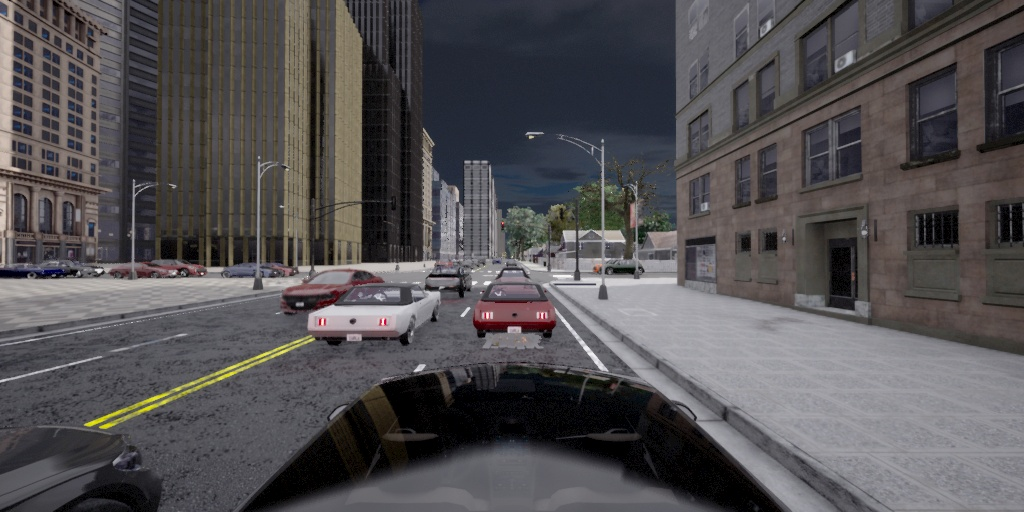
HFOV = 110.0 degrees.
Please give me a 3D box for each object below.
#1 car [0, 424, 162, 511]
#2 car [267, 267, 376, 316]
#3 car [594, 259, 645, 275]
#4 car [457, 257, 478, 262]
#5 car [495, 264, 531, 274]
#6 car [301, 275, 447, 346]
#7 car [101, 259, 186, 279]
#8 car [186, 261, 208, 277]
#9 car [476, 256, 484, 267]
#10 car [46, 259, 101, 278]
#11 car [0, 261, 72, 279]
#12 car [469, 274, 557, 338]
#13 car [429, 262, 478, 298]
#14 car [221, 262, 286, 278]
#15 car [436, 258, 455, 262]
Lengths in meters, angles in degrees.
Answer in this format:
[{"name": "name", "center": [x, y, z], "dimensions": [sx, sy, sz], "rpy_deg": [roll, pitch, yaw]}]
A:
[{"name": "car", "center": [-3.143, 1.275, 0.286], "dimensions": [1.812, 1.442, 4.674], "rpy_deg": [0, 0, 0]}, {"name": "car", "center": [-6.537, 1.229, 13.623], "dimensions": [1.882, 1.535, 5.008], "rpy_deg": [0, 0, 1]}, {"name": "car", "center": [11.519, 1.123, 37.947], "dimensions": [4.553, 1.767, 2.097], "rpy_deg": [0, -1, 0]}, {"name": "car", "center": [-6.717, 1.256, 54.417], "dimensions": [1.837, 1.490, 4.892], "rpy_deg": [0, 0, 0]}, {"name": "car", "center": [0.055, 1.315, 18.904], "dimensions": [1.994, 1.385, 4.181], "rpy_deg": [0, 0, 0]}, {"name": "car", "center": [-3.173, 1.352, 9.428], "dimensions": [1.895, 1.301, 4.718], "rpy_deg": [0, 0, 0]}, {"name": "car", "center": [-31.186, 1.232, 30.444], "dimensions": [4.674, 1.442, 1.812], "rpy_deg": [0, -1, -4]}, {"name": "car", "center": [-31.483, 1.091, 33.678], "dimensions": [4.553, 1.767, 2.097], "rpy_deg": [0, -1, -5]}, {"name": "car", "center": [-6.715, 1.256, 64.556], "dimensions": [1.837, 1.490, 4.892], "rpy_deg": [0, 0, 0]}, {"name": "car", "center": [-40.555, 1.228, 32.890], "dimensions": [4.902, 1.511, 2.128], "rpy_deg": [0, -1, -6]}, {"name": "car", "center": [-40.354, 1.305, 29.653], "dimensions": [4.718, 1.301, 1.895], "rpy_deg": [0, -1, -6]}, {"name": "car", "center": [0.061, 1.350, 10.147], "dimensions": [1.895, 1.301, 4.718], "rpy_deg": [0, 0, 0]}, {"name": "car", "center": [-3.192, 1.243, 18.682], "dimensions": [2.128, 1.511, 4.902], "rpy_deg": [0, 0, 0]}, {"name": "car", "center": [-22.496, 1.271, 30.970], "dimensions": [4.181, 1.385, 1.994], "rpy_deg": [0, -1, -3]}, {"name": "car", "center": [-9.968, 1.104, 52.593], "dimensions": [2.097, 1.767, 4.553], "rpy_deg": [0, 0, 0]}]
